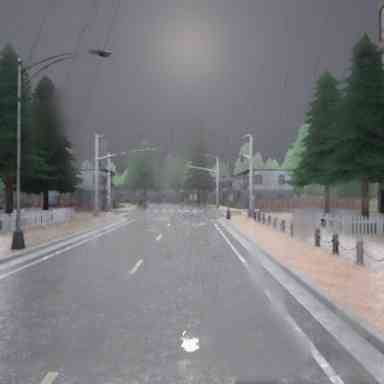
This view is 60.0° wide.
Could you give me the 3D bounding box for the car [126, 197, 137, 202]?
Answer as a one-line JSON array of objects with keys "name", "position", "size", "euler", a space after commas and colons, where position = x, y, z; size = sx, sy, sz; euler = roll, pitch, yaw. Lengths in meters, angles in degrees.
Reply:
[{"name": "car", "position": [-15.558, 2.108, 86.055], "size": [2.097, 1.767, 4.553], "euler": [0, -1, -36]}]
